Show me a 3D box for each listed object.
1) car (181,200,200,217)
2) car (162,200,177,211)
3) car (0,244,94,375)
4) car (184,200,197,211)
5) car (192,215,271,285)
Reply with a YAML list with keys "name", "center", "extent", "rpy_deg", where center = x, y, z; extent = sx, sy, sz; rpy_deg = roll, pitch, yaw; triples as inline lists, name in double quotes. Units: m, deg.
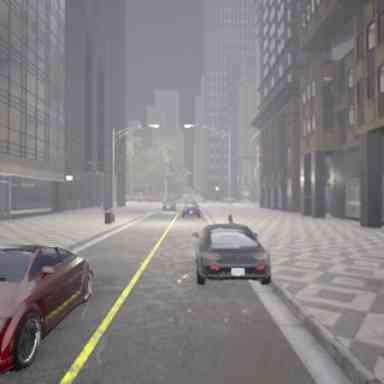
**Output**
- name: "car"
  center: [-0.076, 1.887, 35.704]
  extent: [1.812, 1.442, 4.674]
  rpy_deg: [0, -1, 0]
- name: "car"
  center: [-3.281, 1.981, 48.317]
  extent: [2.128, 1.511, 4.902]
  rpy_deg: [0, -1, 0]
- name: "car"
  center: [-3.119, 1.622, 5.611]
  extent: [1.994, 1.385, 4.181]
  rpy_deg: [0, -1, 0]
- name: "car"
  center: [-0.182, 1.999, 48.834]
  extent: [1.837, 1.490, 4.892]
  rpy_deg: [0, -1, 0]
- name: "car"
  center: [1.014, 1.625, 9.693]
  extent: [1.812, 1.442, 4.674]
  rpy_deg: [0, -1, 0]
